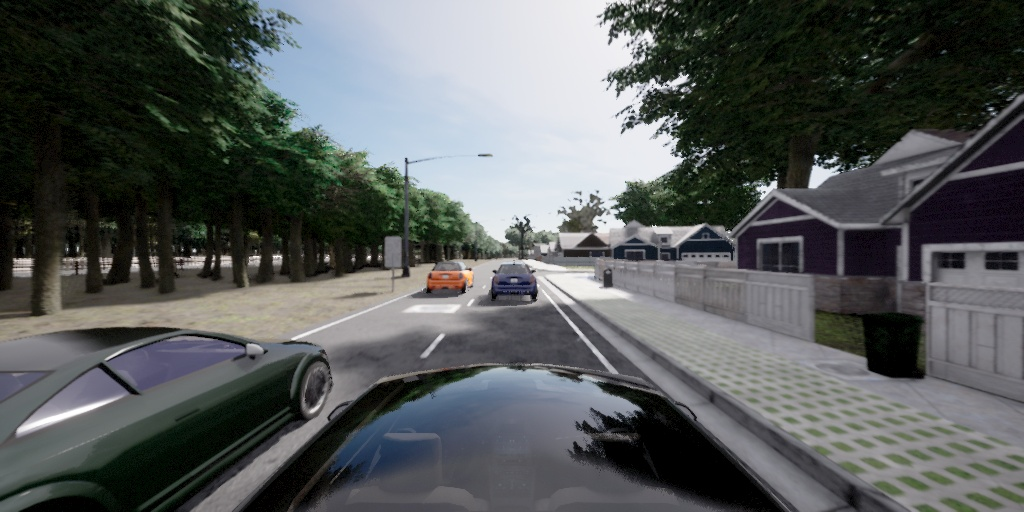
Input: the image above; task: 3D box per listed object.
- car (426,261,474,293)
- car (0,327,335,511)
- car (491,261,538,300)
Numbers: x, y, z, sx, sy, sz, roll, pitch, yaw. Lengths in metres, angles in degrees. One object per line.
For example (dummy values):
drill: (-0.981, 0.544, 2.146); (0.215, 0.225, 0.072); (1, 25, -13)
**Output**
car: (-3.403, 1.069, 20.439); (2.097, 1.767, 4.553); (0, 0, 0)
car: (-3.400, 1.313, 3.171); (1.994, 1.385, 4.181); (0, 0, 0)
car: (0.095, 1.081, 17.690); (2.097, 1.767, 4.553); (0, 0, 0)
